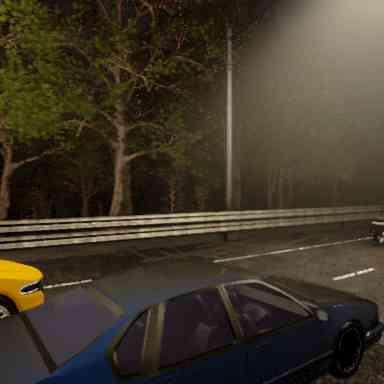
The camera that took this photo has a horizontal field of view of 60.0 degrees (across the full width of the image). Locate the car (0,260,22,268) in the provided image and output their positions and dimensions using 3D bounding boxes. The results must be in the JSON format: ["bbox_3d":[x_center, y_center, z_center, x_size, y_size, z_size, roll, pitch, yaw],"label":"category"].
[{"bbox_3d":[-4.789,1.473,4.642,5.008,1.535,1.882,0,0,-35],"label":"car"}]

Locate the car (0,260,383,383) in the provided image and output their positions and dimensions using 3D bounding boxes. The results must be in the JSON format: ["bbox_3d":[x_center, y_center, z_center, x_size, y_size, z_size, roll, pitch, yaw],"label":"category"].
[{"bbox_3d":[0.059,1.558,3.800,5.357,1.411,2.033,0,0,-36],"label":"car"}]

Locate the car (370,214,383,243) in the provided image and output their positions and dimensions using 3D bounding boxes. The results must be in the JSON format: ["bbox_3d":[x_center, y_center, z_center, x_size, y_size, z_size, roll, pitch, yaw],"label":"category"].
[{"bbox_3d":[10.124,1.573,15.381,4.902,1.511,2.128,0,0,-36],"label":"car"}]
